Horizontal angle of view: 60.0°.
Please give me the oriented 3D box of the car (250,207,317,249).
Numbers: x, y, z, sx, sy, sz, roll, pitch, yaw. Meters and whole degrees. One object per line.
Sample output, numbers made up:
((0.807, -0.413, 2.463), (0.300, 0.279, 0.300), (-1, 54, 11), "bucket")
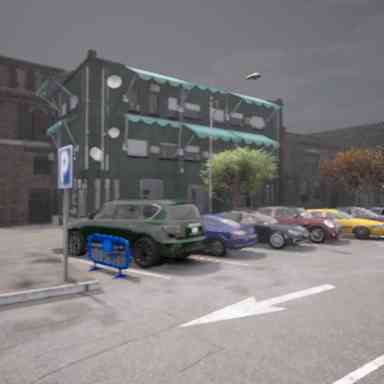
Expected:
((2.736, 1.591, 15.073), (4.892, 1.521, 2.231), (-1, -1, 35), "car")

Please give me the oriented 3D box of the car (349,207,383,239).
((7.717, 1.641, 18.401), (5.366, 1.575, 1.946), (-1, -1, 35), "car")

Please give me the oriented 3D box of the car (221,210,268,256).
((0.329, 1.601, 13.354), (4.674, 1.452, 2.002), (-1, -1, 35), "car")

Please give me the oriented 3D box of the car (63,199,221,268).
((-2.109, 1.282, 11.652), (5.566, 2.045, 2.435), (-1, -1, 35), "car")

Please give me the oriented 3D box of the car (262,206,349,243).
((5.126, 1.492, 16.806), (4.553, 1.767, 2.185), (-1, -2, 35), "car")
